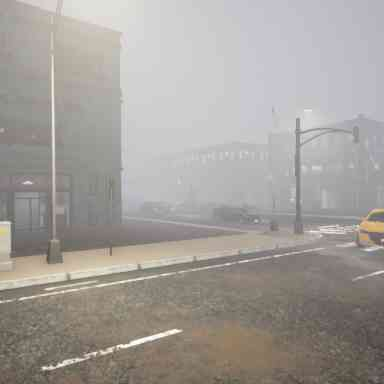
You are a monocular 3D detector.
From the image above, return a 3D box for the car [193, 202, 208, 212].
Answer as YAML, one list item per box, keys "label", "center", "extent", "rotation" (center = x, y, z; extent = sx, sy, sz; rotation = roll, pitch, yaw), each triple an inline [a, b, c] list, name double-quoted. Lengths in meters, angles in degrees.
- label: "car"
  center: [2.416, 1.903, 42.830]
  extent: [1.802, 1.307, 4.206]
  rotation: [-2, 0, -35]

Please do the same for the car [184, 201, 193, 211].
- label: "car"
  center: [-0.790, 1.965, 47.340]
  extent: [1.802, 1.307, 4.206]
  rotation: [-2, 0, -35]

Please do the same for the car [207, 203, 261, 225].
- label: "car"
  center: [3.529, 1.814, 26.592]
  extent: [1.947, 1.339, 4.313]
  rotation: [-1, 0, -35]

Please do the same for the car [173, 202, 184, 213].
- label: "car"
  center: [-3.584, 1.892, 41.299]
  extent: [2.128, 1.511, 4.902]
  rotation: [-1, 0, -35]

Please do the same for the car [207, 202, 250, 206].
- label: "car"
  center: [3.727, 1.825, 31.009]
  extent: [1.994, 1.385, 4.181]
  rotation: [-1, 0, -35]

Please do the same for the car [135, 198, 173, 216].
- label: "car"
  center: [-4.416, 1.846, 37.971]
  extent: [1.967, 1.590, 4.097]
  rotation: [-1, 0, -35]

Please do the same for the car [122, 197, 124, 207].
- label: "car"
  center: [-13.626, 1.939, 65.384]
  extent: [2.192, 1.841, 5.009]
  rotation: [-1, 0, -35]

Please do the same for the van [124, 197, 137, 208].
- label: "van"
  center: [-10.418, 1.906, 60.874]
  extent: [1.690, 1.788, 3.998]
  rotation: [-1, 0, -35]

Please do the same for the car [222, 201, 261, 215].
- label: "car"
  center: [5.623, 1.809, 38.318]
  extent: [2.008, 1.369, 4.403]
  rotation: [-2, 0, -35]

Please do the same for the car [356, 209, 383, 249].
- label: "car"
  center: [8.376, 1.476, 14.099]
  extent: [1.882, 1.535, 5.008]
  rotation: [2, 1, 34]
